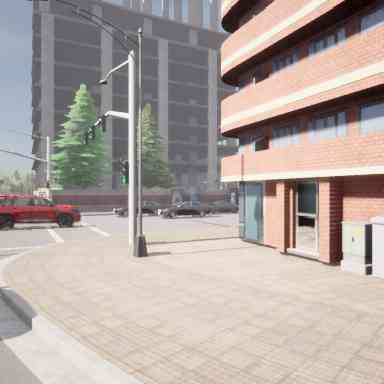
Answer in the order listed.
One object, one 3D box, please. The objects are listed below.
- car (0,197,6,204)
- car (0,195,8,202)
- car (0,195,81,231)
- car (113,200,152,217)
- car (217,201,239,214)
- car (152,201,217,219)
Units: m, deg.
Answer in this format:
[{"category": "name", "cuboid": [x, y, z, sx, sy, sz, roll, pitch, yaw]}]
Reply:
[{"category": "car", "cuboid": [-38.018, 1.595, 65.938, 1.895, 1.301, 4.718, 0, 0, -27]}, {"category": "car", "cuboid": [-42.553, 1.500, 74.788, 1.837, 1.490, 4.892, 0, 0, -27]}, {"category": "car", "cuboid": [-9.964, 1.255, 20.960, 5.566, 2.045, 2.150, 0, 0, -27]}, {"category": "car", "cuboid": [-4.962, 1.547, 31.531, 4.902, 1.511, 2.128, 0, 0, -27]}, {"category": "car", "cuboid": [2.998, 1.619, 35.541, 4.181, 1.385, 1.994, 0, 0, -27]}, {"category": "car", "cuboid": [-0.654, 1.547, 29.781, 4.902, 1.511, 2.128, 0, 0, -27]}]
